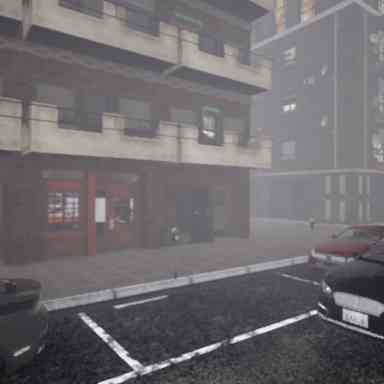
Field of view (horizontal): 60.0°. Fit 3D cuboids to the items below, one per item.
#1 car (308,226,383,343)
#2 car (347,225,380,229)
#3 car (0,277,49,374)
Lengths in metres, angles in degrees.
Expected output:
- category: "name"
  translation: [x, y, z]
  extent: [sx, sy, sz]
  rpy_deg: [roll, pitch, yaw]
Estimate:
- category: "car"
  translation: [4.306, 1.549, 6.174]
  extent: [4.902, 1.511, 2.128]
  rpy_deg: [1, 0, -36]
- category: "car"
  translation: [5.242, 1.664, 9.889]
  extent: [4.206, 1.307, 1.802]
  rpy_deg: [1, 0, -36]
- category: "car"
  translation: [-3.835, 1.545, 3.348]
  extent: [4.403, 1.369, 2.008]
  rpy_deg: [1, 0, -36]
